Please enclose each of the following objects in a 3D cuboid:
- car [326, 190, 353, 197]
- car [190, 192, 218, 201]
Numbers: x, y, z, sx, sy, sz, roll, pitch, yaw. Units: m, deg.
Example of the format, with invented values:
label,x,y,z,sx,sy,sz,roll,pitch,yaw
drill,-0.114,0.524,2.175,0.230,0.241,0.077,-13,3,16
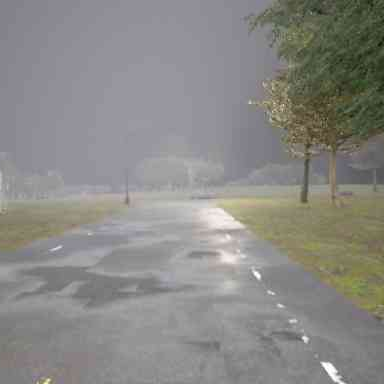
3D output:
label,x,y,z,sx,sy,sz,roll,pitch,yaw
car,29.024,0.271,65.483,4.902,1.511,2.128,-1,-1,-1
car,2.099,0.829,57.973,4.902,1.511,2.128,-1,1,-1
